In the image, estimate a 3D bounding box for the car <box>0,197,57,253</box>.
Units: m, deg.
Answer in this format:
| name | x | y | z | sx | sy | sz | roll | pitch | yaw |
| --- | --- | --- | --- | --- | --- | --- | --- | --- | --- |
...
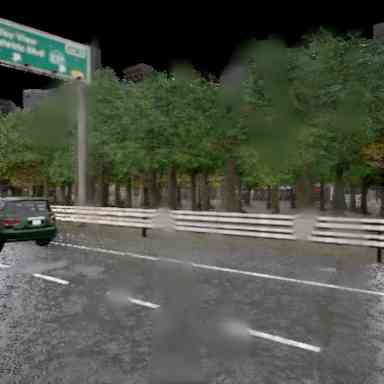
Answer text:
| name | x | y | z | sx | sy | sz | roll | pitch | yaw |
| --- | --- | --- | --- | --- | --- | --- | --- | --- | --- |
| car | -7.904 | 1.221 | 13.804 | 5.566 | 2.045 | 2.150 | 0 | 0 | 36 |
